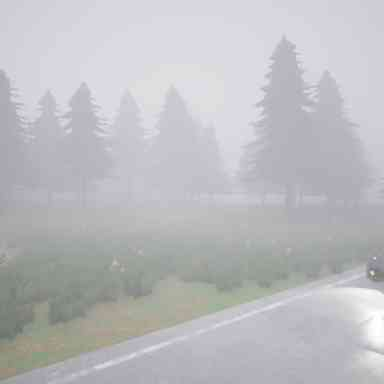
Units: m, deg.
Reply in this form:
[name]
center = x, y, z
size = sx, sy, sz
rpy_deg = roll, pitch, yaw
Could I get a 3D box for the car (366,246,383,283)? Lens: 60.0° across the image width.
[car]
center = 6.417, 1.668, 8.922
size = 4.181, 1.385, 1.994
rpy_deg = 0, -2, -40
